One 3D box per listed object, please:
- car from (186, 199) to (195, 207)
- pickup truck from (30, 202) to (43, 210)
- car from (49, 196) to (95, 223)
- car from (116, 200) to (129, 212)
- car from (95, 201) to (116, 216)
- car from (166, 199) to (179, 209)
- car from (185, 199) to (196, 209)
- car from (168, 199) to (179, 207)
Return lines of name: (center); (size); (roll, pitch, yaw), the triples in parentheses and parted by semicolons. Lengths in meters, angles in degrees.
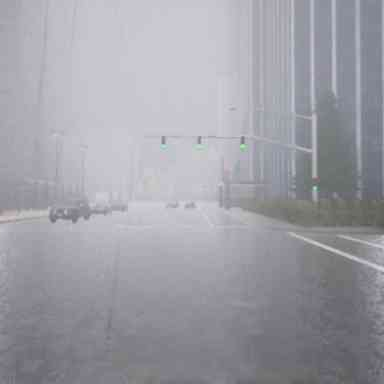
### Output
car: (-0.353, 2.311, 70.708); (1.882, 1.535, 5.008); (0, -1, 0)
pickup truck: (-23.945, 1.797, 55.314); (2.390, 2.098, 6.274); (0, -1, 30)
car: (-10.871, 1.622, 30.077); (2.150, 2.045, 5.566); (0, -1, 0)
car: (-10.901, 2.010, 49.810); (2.097, 1.767, 4.553); (0, -1, 0)
car: (-10.893, 2.089, 39.601); (1.994, 1.385, 4.181); (0, -1, 0)
car: (-3.722, 2.316, 60.259); (1.812, 1.442, 4.674); (0, -1, 0)
car: (-0.333, 2.316, 60.456); (1.812, 1.442, 4.674); (0, -1, 0)
car: (-3.849, 2.279, 70.492); (2.097, 1.767, 4.553); (0, -1, 0)
